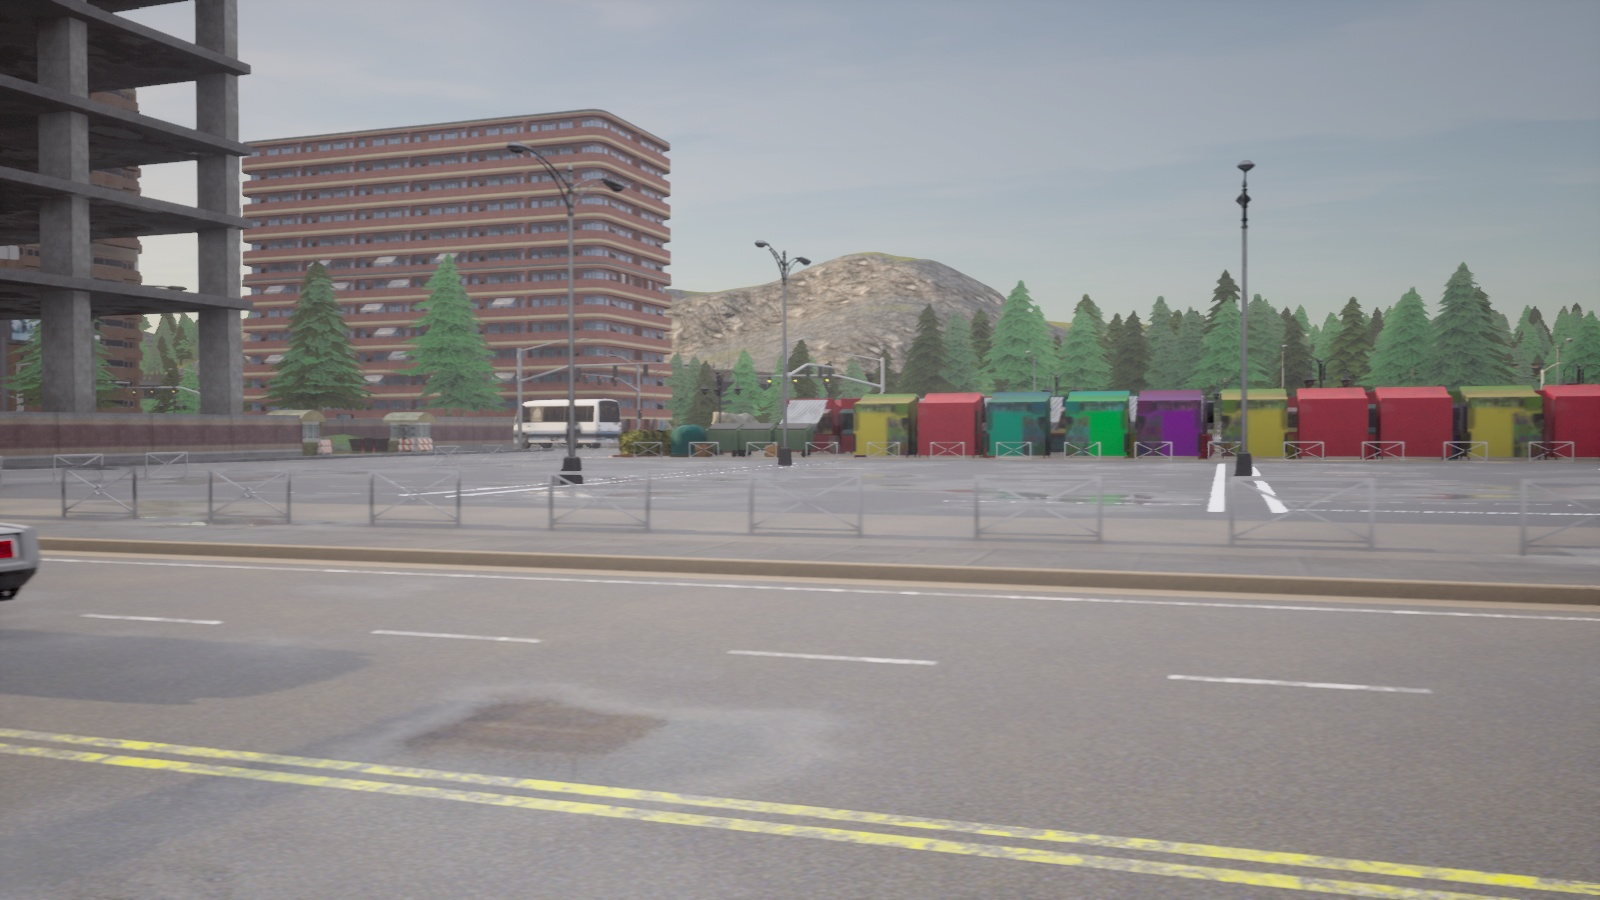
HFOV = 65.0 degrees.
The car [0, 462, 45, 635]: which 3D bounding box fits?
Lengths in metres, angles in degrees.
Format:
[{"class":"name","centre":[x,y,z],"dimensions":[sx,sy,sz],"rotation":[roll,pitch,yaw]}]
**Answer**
[{"class":"car","centre":[-8.482,0.739,9.741],"dimensions":[4.718,1.301,1.895],"rotation":[1,1,19]}]
